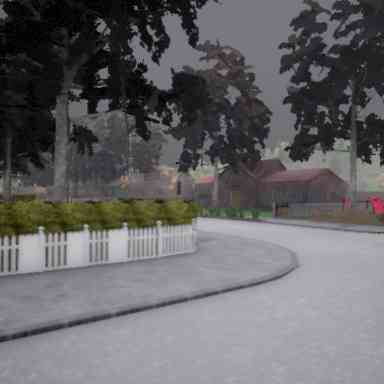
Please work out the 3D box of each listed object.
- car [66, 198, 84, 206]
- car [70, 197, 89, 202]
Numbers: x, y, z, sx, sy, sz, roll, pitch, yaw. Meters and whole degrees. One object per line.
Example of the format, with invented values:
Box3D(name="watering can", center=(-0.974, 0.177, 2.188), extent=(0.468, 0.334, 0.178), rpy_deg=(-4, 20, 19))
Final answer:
Box3D(name="car", center=(-21.633, 1.748, 61.376), extent=(1.994, 1.385, 4.181), rpy_deg=(1, 0, -36))
Box3D(name="car", center=(-14.275, 1.493, 43.902), extent=(2.097, 1.767, 4.553), rpy_deg=(1, 0, -35))
